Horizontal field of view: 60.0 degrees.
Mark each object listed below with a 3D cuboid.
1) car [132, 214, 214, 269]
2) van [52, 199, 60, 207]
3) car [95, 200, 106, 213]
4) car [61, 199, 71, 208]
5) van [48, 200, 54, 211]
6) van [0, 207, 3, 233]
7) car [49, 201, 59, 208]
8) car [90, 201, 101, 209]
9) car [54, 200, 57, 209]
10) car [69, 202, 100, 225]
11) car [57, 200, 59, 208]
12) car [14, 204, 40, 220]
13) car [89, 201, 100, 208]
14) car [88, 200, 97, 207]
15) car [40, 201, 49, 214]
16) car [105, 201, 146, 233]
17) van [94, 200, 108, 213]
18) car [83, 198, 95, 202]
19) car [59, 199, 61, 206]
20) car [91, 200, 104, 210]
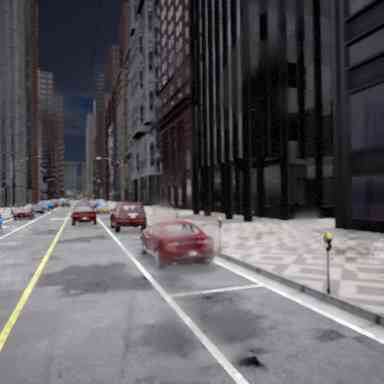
[{"bbox_3d":[-0.693,1.674,11.671,1.887,1.381,4.507,-1,-1,-19],"label":"car"},{"bbox_3d":[-34.172,2.786,83.613,1.690,1.788,3.998,-1,-1,-19],"label":"van"},{"bbox_3d":[-11.638,2.168,43.844,1.752,1.417,4.829,-1,-1,-19],"label":"car"},{"bbox_3d":[-27.978,2.839,74.003,1.895,1.301,4.718,-1,-1,-19],"label":"car"},{"bbox_3d":[-25.097,2.347,56.933,1.690,1.788,3.998,-1,-1,-19],"label":"van"},{"bbox_3d":[-12.392,1.741,19.582,1.690,1.788,3.998,-1,-1,-19],"label":"van"},{"bbox_3d":[-32.353,2.901,78.275,1.887,1.381,4.507,-1,-1,-19],"label":"car"},{"bbox_3d":[-18.897,2.518,65.186,1.752,1.417,4.829,-1,-1,-19],"label":"car"},{"bbox_3d":[-26.907,2.659,62.267,1.947,1.339,4.313,-1,-1,-19],"label":"car"},{"bbox_3d":[-9.171,1.915,28.317,1.882,1.535,5.008,-1,0,-19],"label":"car"},{"bbox_3d":[-28.722,2.747,67.603,1.947,1.339,4.313,-1,-1,-19],"label":"car"},{"bbox_3d":[-17.833,2.201,35.588,1.887,1.381,4.507,-1,-1,-19],"label":"car"},{"bbox_3d":[-20.656,2.629,70.360,2.008,1.369,4.403,-1,-1,-19],"label":"car"},{"bbox_3d":[-24.288,2.694,81.031,1.967,1.590,4.097,-1,-1,-19],"label":"car"},{"bbox_3d":[-21.463,2.397,46.259,1.947,1.339,4.313,-1,-1,-19],"label":"car"},{"bbox_3d":[-4.327,1.612,22.343,2.192,1.841,5.009,-1,-1,-19],"label":"car"},{"bbox_3d":[-13.401,2.069,49.020,1.690,1.788,3.998,-1,-1,-19],"label":"van"},{"bbox_3d":[-13.351,1.987,40.579,2.097,1.767,4.553,-1,-1,-19],"label":"car"},{"bbox_3d":[-30.542,2.584,72.941,2.192,1.841,5.009,-1,-1,-19],"label":"car"},{"bbox_3d":[-17.029,2.343,59.690,1.967,1.590,4.097,-1,-1,-19],"label":"car"}]
